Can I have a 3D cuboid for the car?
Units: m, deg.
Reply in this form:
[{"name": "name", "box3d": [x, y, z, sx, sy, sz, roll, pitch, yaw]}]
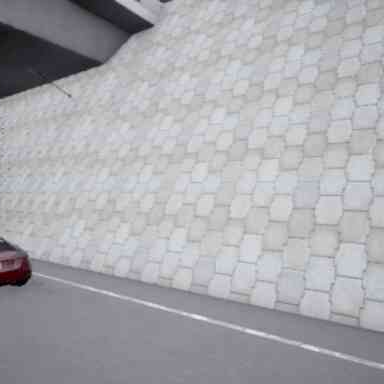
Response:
[{"name": "car", "box3d": [-5.770, 1.540, 8.109, 4.181, 1.385, 1.994, 0, 0, 36]}]
